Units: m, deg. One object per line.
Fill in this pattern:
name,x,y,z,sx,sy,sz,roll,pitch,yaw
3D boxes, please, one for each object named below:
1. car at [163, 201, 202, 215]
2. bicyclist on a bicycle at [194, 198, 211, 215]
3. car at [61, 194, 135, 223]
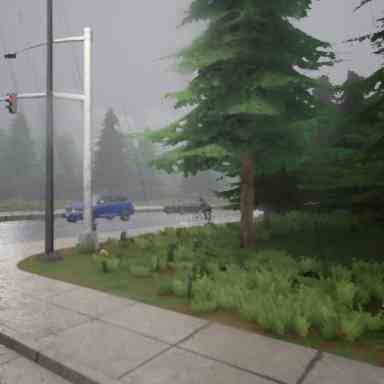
car,-0.796,1.534,32.764,1.895,1.301,4.718,0,0,35
bicyclist on a bicycle,0.757,1.249,21.851,1.656,1.620,0.582,0,0,34
car,-6.656,1.154,24.260,2.150,2.045,5.566,0,0,35
